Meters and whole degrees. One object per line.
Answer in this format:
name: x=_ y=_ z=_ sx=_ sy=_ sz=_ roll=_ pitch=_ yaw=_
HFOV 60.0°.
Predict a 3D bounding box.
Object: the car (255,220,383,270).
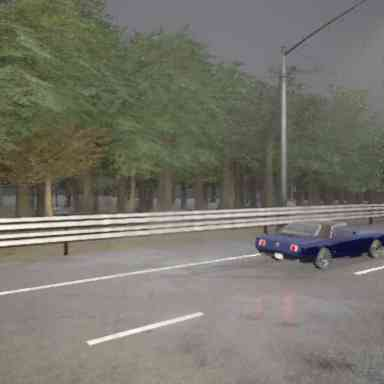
car: x=4.384 y=1.587 z=10.966 sx=4.718 sy=1.301 sz=1.895 roll=0 pitch=0 yaw=-34
